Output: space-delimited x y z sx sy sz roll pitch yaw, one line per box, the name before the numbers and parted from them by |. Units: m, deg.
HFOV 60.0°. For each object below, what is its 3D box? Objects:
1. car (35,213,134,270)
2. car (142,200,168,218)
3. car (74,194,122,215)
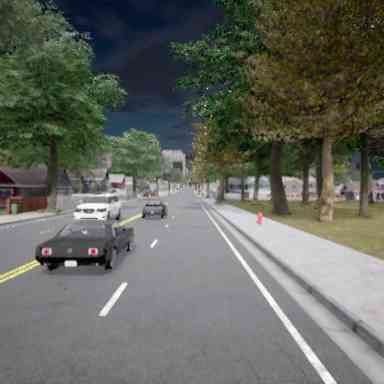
car | -3.152 1.572 10.883 1.895 1.301 4.718 0 0 0
car | -3.154 1.427 28.986 2.128 1.511 4.902 0 0 0
car | -6.505 1.156 23.634 2.150 2.045 5.566 0 0 0
